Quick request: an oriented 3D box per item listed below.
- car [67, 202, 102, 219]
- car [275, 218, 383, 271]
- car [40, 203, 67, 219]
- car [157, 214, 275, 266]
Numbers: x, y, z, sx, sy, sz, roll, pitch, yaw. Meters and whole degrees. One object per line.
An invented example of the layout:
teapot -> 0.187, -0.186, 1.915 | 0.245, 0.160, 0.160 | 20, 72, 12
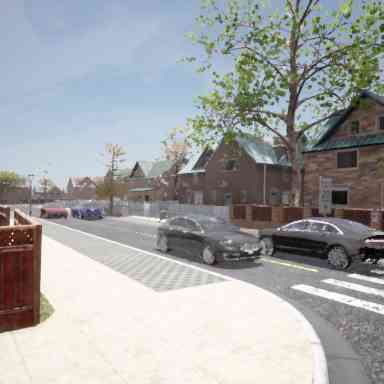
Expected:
car -> -10.877, 1.805, 34.078 | 2.097, 1.767, 4.553 | 2, -2, -34
car -> 4.339, 1.646, 11.645 | 2.128, 1.511, 4.902 | 2, -2, -34
car -> -13.863, 1.868, 33.253 | 1.882, 1.535, 5.008 | 2, -2, -34
car -> 0.433, 1.611, 12.148 | 1.837, 1.490, 4.892 | 2, -2, -34
